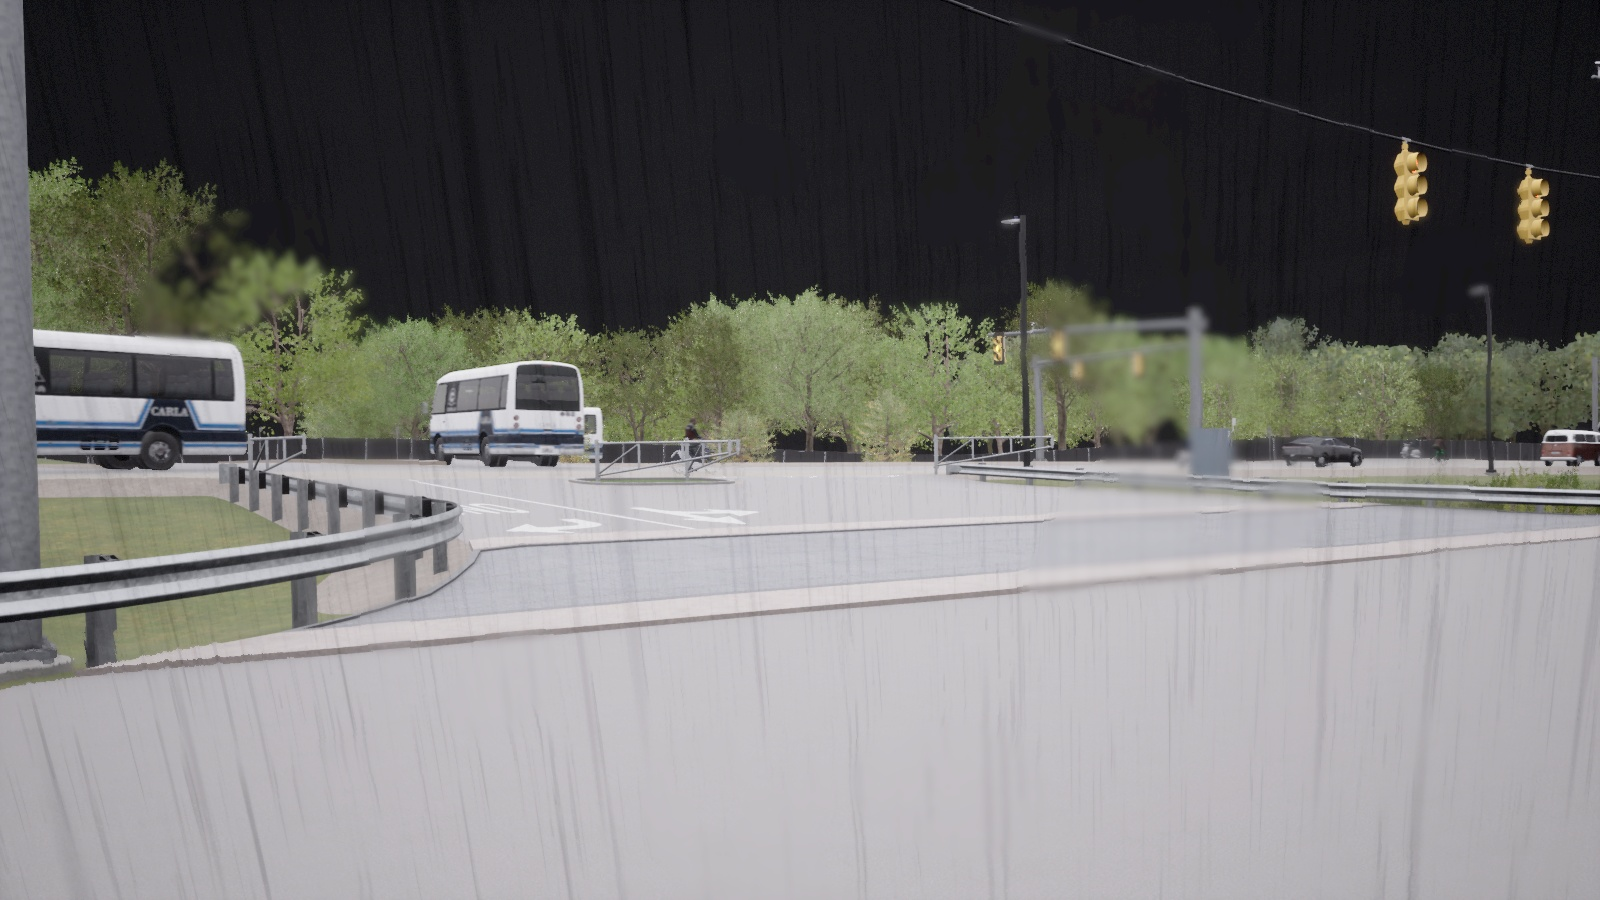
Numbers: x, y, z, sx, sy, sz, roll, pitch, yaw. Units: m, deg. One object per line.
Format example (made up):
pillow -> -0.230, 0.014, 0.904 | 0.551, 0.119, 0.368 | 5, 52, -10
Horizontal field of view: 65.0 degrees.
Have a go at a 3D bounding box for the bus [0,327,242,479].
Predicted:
bus -> -22.807, -1.367, 37.951 | 3.944, 4.253, 10.273 | 1, 1, 36

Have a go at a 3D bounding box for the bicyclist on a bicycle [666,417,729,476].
bicyclist on a bicycle -> -3.170, -0.116, 39.003 | 1.843, 1.776, 0.659 | 0, 2, -34

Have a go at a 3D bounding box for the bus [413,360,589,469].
bus -> -13.161, -1.354, 54.323 | 3.944, 4.253, 10.273 | 0, 0, -35

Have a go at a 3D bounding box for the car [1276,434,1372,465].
car -> 26.396, -0.018, 63.224 | 4.902, 1.511, 2.128 | 0, 0, -34

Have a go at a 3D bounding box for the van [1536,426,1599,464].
van -> 43.561, -0.274, 70.601 | 4.480, 2.038, 2.069 | 0, 0, -34

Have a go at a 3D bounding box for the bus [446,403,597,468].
bus -> -19.847, -0.980, 90.031 | 10.273, 4.253, 3.944 | 1, -2, -11

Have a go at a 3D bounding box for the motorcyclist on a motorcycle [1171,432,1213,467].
motorcyclist on a motorcycle -> 17.959, -0.013, 57.521 | 1.817, 1.590, 0.866 | 0, 0, -34
